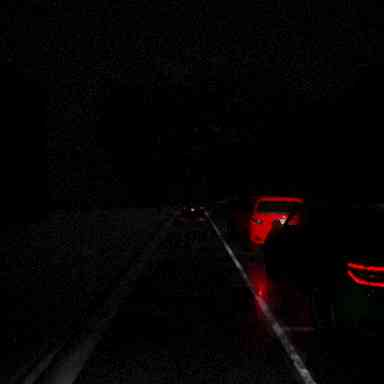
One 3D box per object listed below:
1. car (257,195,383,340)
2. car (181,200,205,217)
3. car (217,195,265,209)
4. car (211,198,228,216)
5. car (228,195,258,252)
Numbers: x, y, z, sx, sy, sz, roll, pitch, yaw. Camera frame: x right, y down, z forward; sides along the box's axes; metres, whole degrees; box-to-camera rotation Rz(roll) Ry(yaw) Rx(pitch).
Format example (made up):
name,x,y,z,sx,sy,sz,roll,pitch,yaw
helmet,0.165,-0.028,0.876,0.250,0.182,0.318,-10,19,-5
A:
name,x,y,z,sx,sy,sz,roll,pitch,yaw
car,2.985,1.180,6.600,2.150,2.045,5.566,0,0,0
car,0.073,1.376,28.468,1.994,1.385,4.181,0,0,1
car,5.847,1.143,40.248,5.357,1.411,2.033,-2,1,-6
car,2.642,1.349,29.750,1.887,1.381,4.507,-1,0,0
car,2.989,1.126,13.601,2.150,2.045,5.566,0,0,0
